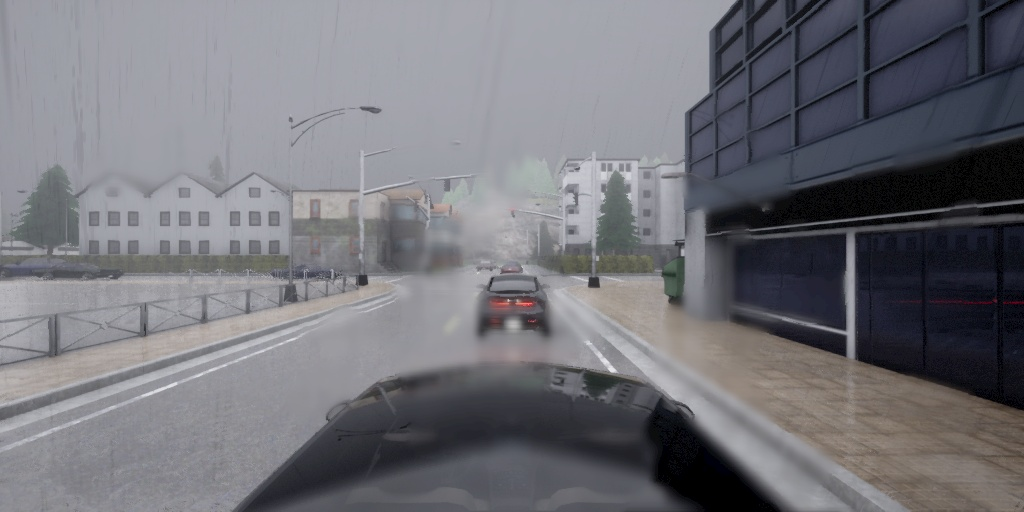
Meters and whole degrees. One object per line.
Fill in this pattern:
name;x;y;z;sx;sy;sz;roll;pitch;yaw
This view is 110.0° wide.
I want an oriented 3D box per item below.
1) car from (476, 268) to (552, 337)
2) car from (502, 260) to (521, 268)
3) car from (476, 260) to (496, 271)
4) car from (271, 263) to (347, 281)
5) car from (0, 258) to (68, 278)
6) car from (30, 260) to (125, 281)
car;0.069;1.255;10.258;1.837;1.490;4.892;0;0;1
car;-0.047;1.317;38.404;1.994;1.385;4.181;0;0;5
car;-3.520;1.276;47.660;1.812;1.442;4.674;0;0;0
car;-14.831;1.174;26.399;4.718;1.301;1.895;0;0;0
car;-39.834;0.926;30.204;4.553;1.767;2.097;0;0;0
car;-31.773;1.175;26.481;4.718;1.301;1.895;0;0;0
